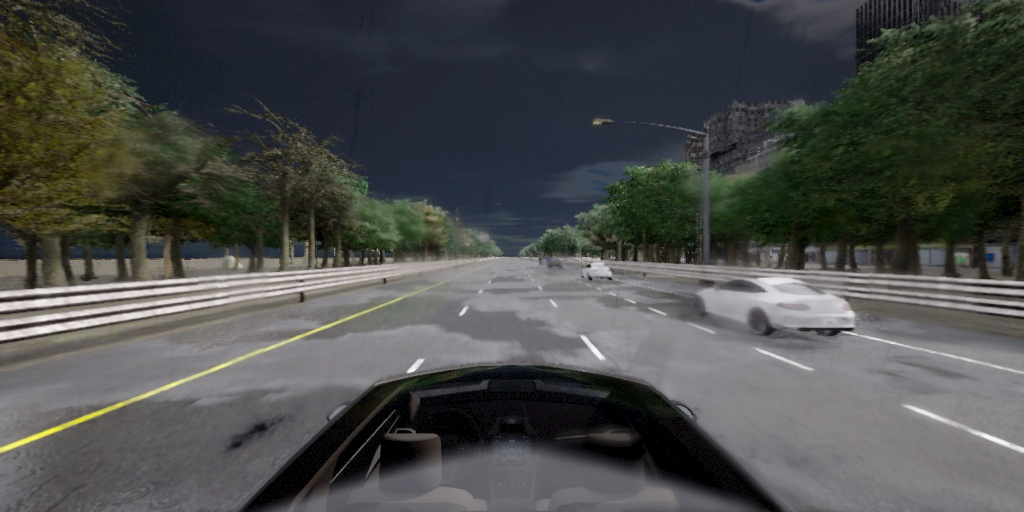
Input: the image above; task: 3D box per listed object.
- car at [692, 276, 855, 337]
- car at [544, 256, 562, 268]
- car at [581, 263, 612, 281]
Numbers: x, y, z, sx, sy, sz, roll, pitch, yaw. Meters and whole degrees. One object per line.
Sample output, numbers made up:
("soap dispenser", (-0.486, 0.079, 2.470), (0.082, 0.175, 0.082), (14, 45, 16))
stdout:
("car", (7.005, 1.281, 10.192), (1.812, 1.442, 4.674), (0, 0, 0))
("car", (7.080, 1.114, 60.100), (2.097, 1.767, 4.553), (0, 0, 0))
("car", (7.034, 1.285, 30.104), (1.812, 1.442, 4.674), (0, 0, 0))
